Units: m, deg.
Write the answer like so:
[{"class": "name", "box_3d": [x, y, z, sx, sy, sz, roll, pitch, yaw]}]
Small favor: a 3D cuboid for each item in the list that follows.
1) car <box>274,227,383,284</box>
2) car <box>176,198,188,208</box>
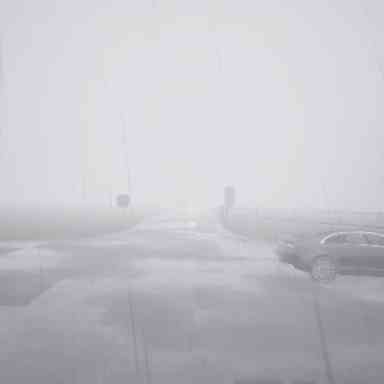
[{"class": "car", "box_3d": [4.944, 1.807, 9.786, 4.902, 1.511, 2.128, 2, -2, 1]}, {"class": "car", "box_3d": [-1.785, 1.976, 61.784, 2.097, 1.767, 4.553, 0, -1, 1]}]
